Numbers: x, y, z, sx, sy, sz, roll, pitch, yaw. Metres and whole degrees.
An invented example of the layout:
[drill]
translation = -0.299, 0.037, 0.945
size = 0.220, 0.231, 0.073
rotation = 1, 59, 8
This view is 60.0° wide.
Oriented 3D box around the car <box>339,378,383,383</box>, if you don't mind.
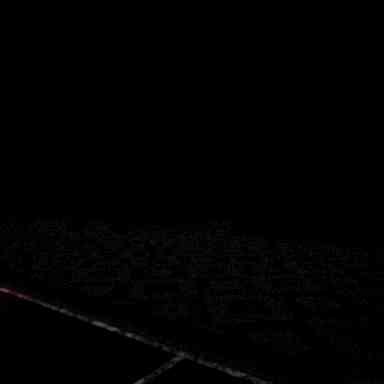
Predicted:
[car]
translation = 2.689, 1.529, 1.033
size = 4.829, 1.417, 1.752
rotation = 0, 0, 36
